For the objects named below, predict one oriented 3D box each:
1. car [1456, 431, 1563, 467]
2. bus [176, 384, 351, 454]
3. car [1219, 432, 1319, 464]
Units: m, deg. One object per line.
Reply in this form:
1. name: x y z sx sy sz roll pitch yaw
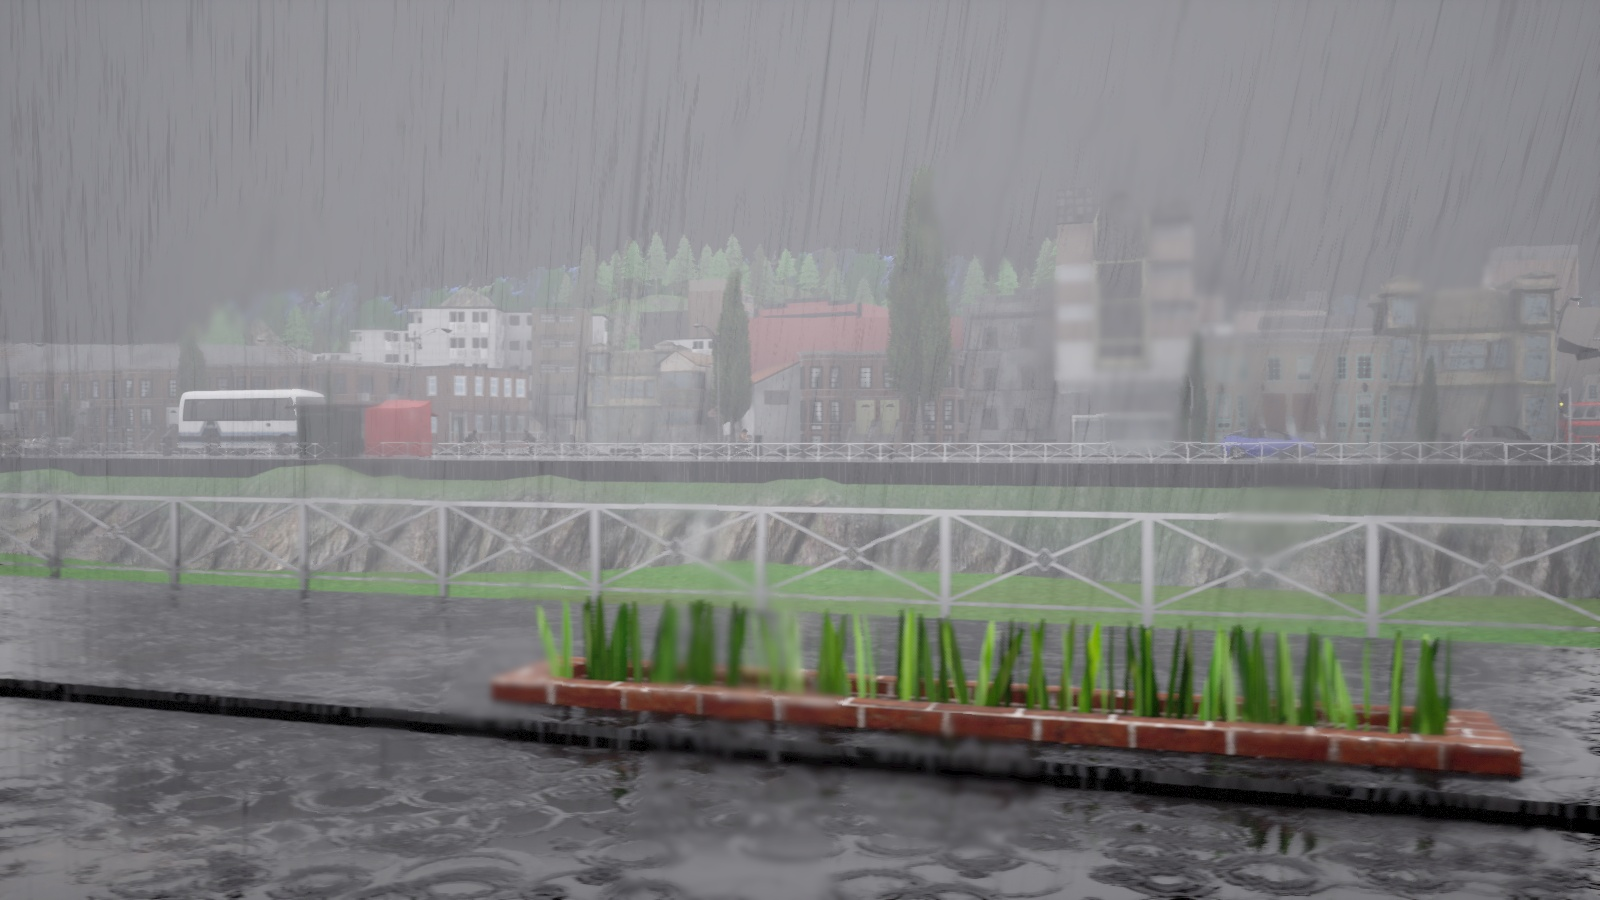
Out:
1. car: 32.638 -0.079 57.857 3.988 1.617 1.851 0 1 19
2. bus: -34.280 -1.965 80.330 10.273 4.253 3.944 1 1 19
3. car: 22.781 -0.121 61.170 4.514 1.525 2.007 1 1 19
